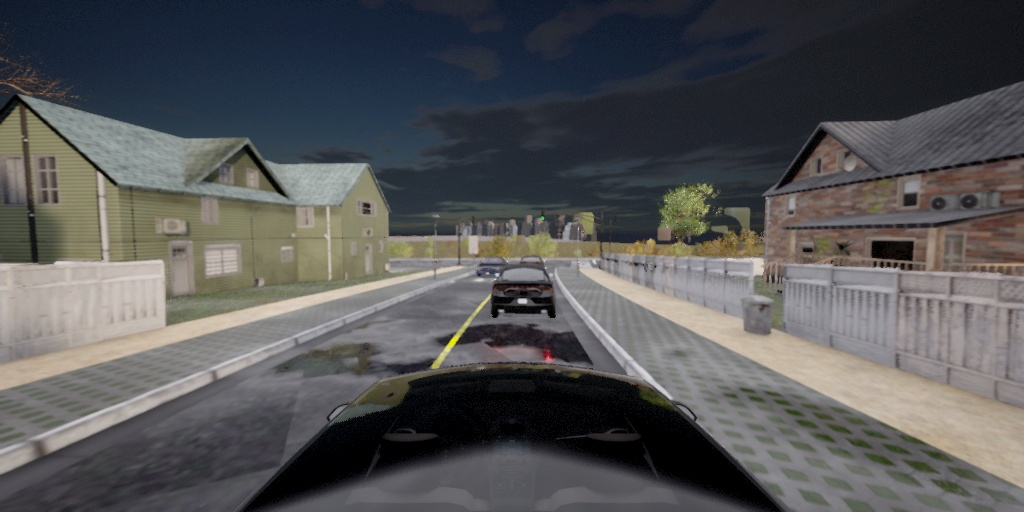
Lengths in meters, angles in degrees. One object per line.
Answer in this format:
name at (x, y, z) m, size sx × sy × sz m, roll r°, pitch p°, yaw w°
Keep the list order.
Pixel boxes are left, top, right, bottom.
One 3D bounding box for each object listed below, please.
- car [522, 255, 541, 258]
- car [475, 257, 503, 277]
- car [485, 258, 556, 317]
car at (1.513, 0.707, 27.066) m, size 1.882 × 1.535 × 5.008 m, roll 0°, pitch 1°, yaw 6°
car at (-1.380, 0.758, 27.251) m, size 2.033 × 1.411 × 5.357 m, roll 0°, pitch 1°, yaw 6°
car at (0.406, 1.007, 12.117) m, size 1.882 × 1.535 × 5.008 m, roll 0°, pitch 1°, yaw 3°
